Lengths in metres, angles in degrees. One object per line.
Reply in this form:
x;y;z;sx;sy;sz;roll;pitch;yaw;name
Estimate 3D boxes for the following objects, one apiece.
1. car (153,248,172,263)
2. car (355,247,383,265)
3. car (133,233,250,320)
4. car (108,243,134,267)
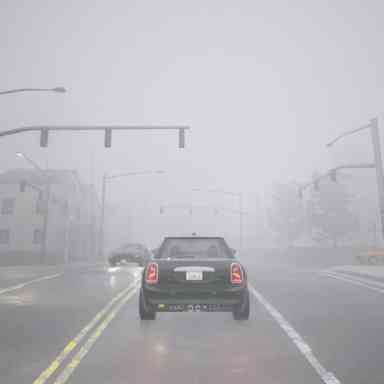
-3.710;8.224;43.022;2.097;1.767;4.553;0;-11;0;car
16.426;5.358;28.072;5.008;1.535;1.882;0;-11;1;car
0.050;1.805;8.215;2.097;1.767;4.553;0;-7;0;car
-3.646;3.833;20.377;2.033;1.411;5.357;0;-11;0;car
